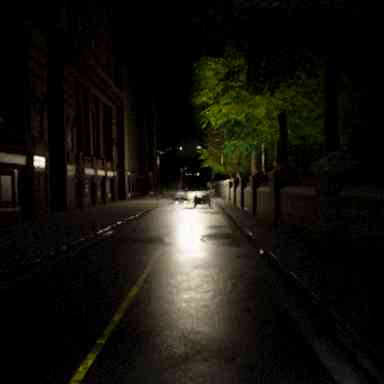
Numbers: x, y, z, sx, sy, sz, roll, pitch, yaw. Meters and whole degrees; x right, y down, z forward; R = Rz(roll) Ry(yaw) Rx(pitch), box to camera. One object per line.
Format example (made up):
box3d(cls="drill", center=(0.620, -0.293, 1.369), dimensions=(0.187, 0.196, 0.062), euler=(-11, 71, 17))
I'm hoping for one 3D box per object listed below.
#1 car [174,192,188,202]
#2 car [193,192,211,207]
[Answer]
box3d(cls="car", center=(-1.589, 0.652, 49.605), dimensions=(2.033, 1.411, 5.357), euler=(-1, 1, 2))
box3d(cls="car", center=(1.169, 0.801, 37.529), dimensions=(2.128, 1.511, 4.902), euler=(-1, 1, 2))
